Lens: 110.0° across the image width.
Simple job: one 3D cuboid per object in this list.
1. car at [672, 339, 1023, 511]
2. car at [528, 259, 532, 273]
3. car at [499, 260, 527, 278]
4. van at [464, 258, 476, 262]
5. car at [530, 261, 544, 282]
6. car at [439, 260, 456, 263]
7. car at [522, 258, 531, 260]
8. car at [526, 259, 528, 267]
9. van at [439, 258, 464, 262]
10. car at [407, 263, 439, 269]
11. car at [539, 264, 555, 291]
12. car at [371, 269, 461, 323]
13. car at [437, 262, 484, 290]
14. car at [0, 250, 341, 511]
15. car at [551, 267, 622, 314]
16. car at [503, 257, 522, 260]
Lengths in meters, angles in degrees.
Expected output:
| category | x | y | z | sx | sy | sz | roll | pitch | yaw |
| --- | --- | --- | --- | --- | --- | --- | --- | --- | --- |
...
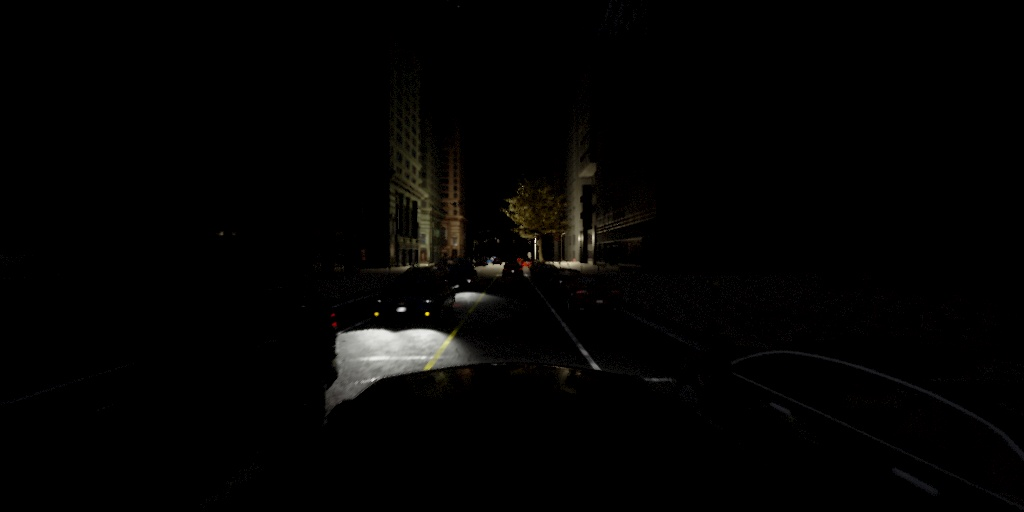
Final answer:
| category | x | y | z | sx | sy | sz | roll | pitch | yaw |
| --- | --- | --- | --- | --- | --- | --- | --- | --- | --- |
| car | 2.762 | 1.300 | 2.616 | 2.007 | 1.370 | 4.403 | 0 | 0 | 0 |
| car | 2.756 | 1.270 | 34.280 | 1.751 | 1.417 | 4.829 | 0 | 0 | 0 |
| car | 0.089 | 1.309 | 33.340 | 1.994 | 1.385 | 4.181 | 0 | 0 | 0 |
| van | -5.771 | 1.087 | 43.835 | 1.690 | 1.789 | 3.998 | 0 | 0 | 0 |
| car | 2.757 | 1.295 | 28.821 | 2.007 | 1.370 | 4.403 | 0 | 0 | 0 |
| car | -5.767 | 1.270 | 27.425 | 1.751 | 1.417 | 4.829 | 0 | 0 | 0 |
| car | 2.377 | 1.102 | 56.664 | 2.097 | 1.767 | 4.553 | 0 | 0 | 0 |
| car | 2.756 | 1.311 | 39.400 | 1.948 | 1.339 | 4.313 | 0 | 0 | 0 |
| van | -5.768 | 1.086 | 33.008 | 1.690 | 1.789 | 3.998 | 0 | 0 | 0 |
| car | -5.766 | 1.311 | 22.181 | 1.948 | 1.339 | 4.313 | 0 | 0 | 0 |
| car | 2.759 | 1.296 | 18.949 | 2.007 | 1.370 | 4.403 | 0 | 0 | 0 |
| car | -3.101 | 1.311 | 12.032 | 1.994 | 1.385 | 4.181 | 0 | 0 | 0 |
| car | -3.093 | 1.293 | 22.603 | 2.033 | 1.411 | 5.357 | 0 | 0 | -1 |
| car | -3.099 | 0.972 | 1.995 | 2.150 | 2.045 | 5.566 | 0 | 0 | 0 |
| car | 2.760 | 1.292 | 13.505 | 1.888 | 1.381 | 4.507 | 0 | 0 | 0 |
| car | 0.047 | 1.224 | 47.878 | 1.882 | 1.535 | 5.008 | 0 | 0 | 0 |
